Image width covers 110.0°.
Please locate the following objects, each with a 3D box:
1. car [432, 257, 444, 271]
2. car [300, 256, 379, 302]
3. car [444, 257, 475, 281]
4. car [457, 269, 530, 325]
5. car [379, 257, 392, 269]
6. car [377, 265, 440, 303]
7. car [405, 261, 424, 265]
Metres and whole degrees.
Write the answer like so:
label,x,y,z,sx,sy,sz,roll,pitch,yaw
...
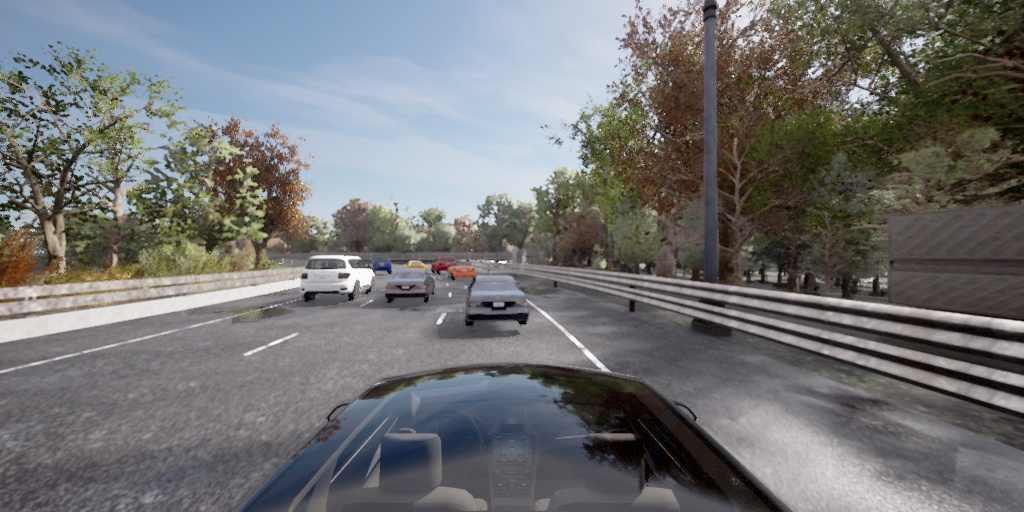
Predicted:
label,x,y,z,sx,sy,sz,roll,pitch,yaw
car,-8.108,1.088,42.333,2.150,2.045,5.566,0,0,-22
car,-8.401,1.020,17.726,2.150,2.045,5.566,0,0,-9
car,-4.572,1.188,31.895,2.097,1.767,4.553,0,0,-16
car,-0.612,1.326,11.906,2.033,1.411,5.357,0,0,-6
car,-15.291,1.090,41.759,2.150,2.045,5.566,0,0,-23
car,-4.755,1.342,17.178,2.033,1.411,5.357,0,0,-9
car,-10.820,1.338,39.937,1.882,1.535,5.008,0,0,-20
